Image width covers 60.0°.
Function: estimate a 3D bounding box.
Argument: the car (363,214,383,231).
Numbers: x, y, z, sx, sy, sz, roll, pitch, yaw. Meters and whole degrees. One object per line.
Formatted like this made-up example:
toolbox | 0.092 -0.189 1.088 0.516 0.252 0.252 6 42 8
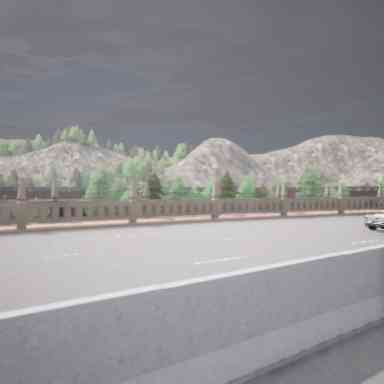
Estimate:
car | 11.680 1.466 18.160 4.718 1.301 1.895 0 0 -24
